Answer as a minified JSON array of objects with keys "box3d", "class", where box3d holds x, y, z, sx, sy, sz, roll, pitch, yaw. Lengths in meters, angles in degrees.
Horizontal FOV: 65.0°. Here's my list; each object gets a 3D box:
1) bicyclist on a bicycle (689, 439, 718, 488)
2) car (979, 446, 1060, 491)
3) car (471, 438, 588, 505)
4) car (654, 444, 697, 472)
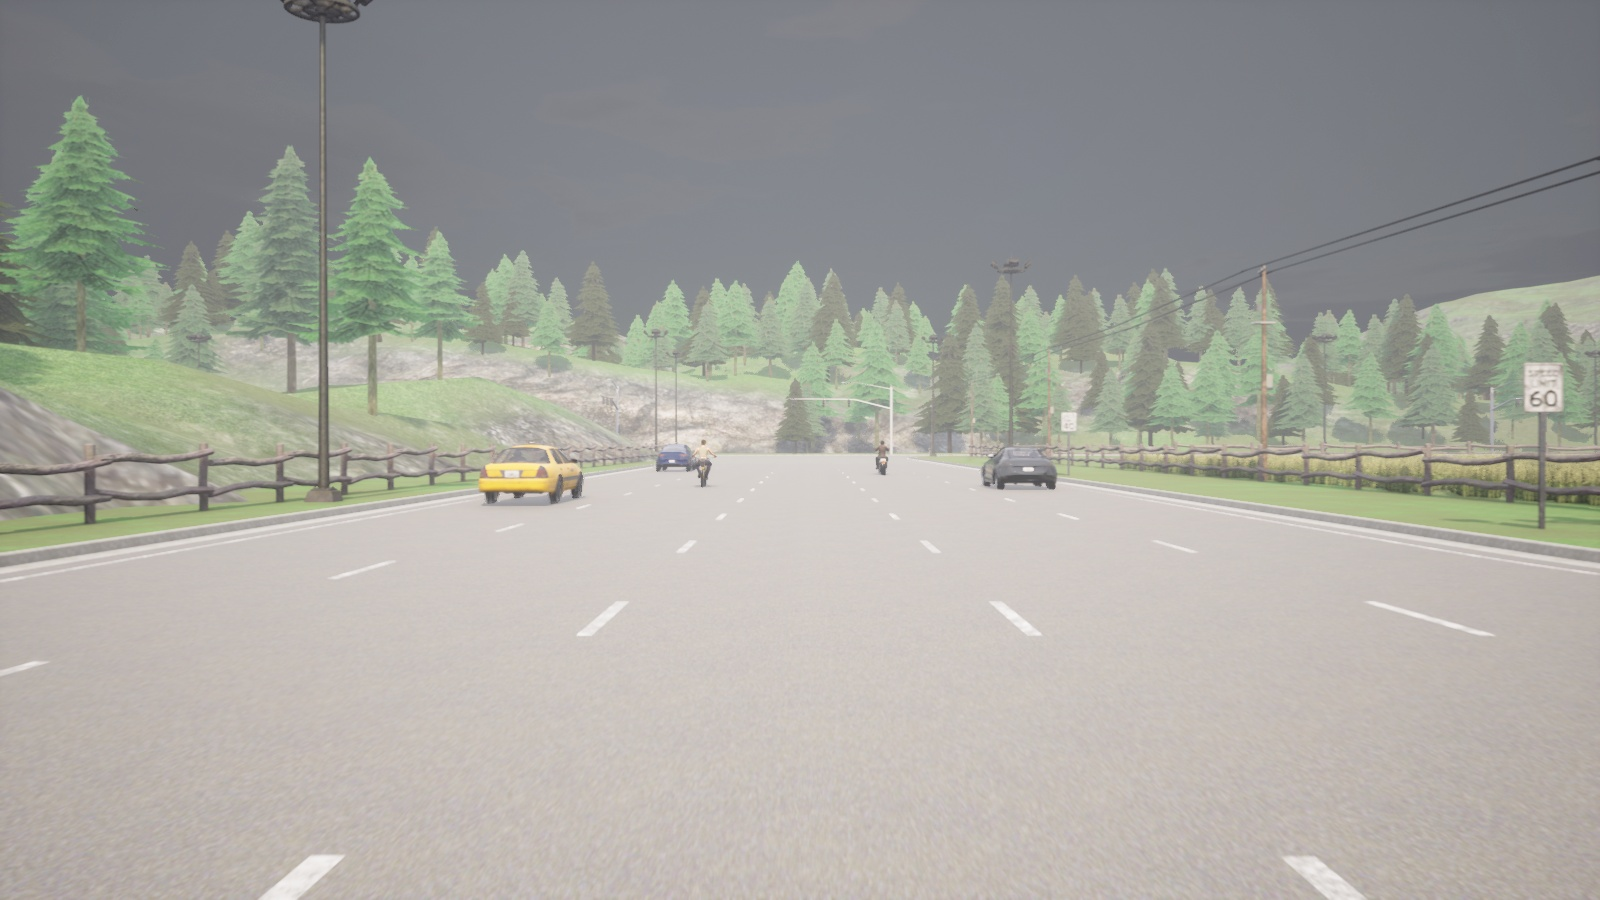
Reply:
[{"box3d":[-3.250,0.441,42.405,0.866,1.612,1.509,0,0,1],"class":"bicyclist on a bicycle"},{"box3d":[7.252,0.580,41.903,1.994,1.385,4.181,0,0,0],"class":"car"},{"box3d":[-6.803,0.498,32.168,1.801,1.575,5.366,0,0,0],"class":"car"},{"box3d":[-6.606,0.388,67.237,1.812,1.442,4.674,0,0,0],"class":"car"}]
